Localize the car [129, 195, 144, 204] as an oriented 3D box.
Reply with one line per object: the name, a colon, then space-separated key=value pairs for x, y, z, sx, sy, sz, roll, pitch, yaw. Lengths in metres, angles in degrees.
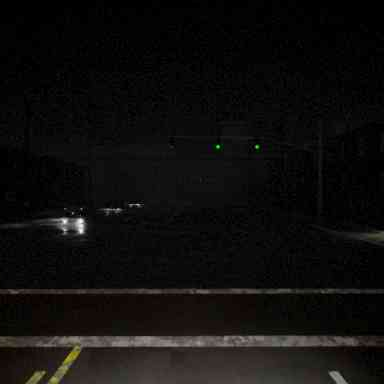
car: x=-10.496 y=1.384 z=63.015 sx=2.097 sy=1.767 sz=4.553 roll=0 pitch=0 yaw=0

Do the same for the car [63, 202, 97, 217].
car: x=-10.583 y=1.590 z=31.738 sx=1.895 sy=1.301 sz=4.718 roll=0 pitch=0 yaw=0

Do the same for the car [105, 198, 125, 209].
car: x=-10.581 y=1.532 z=46.162 sx=2.033 sy=1.411 sz=5.357 roll=0 pitch=0 yaw=0
